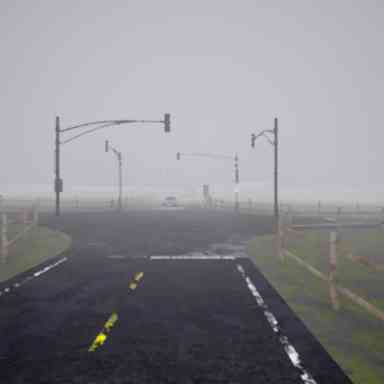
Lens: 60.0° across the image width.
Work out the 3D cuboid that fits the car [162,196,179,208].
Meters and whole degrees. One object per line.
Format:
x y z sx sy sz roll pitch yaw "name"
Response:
-2.752 1.283 43.498 1.812 1.442 4.674 0 2 1 "car"
